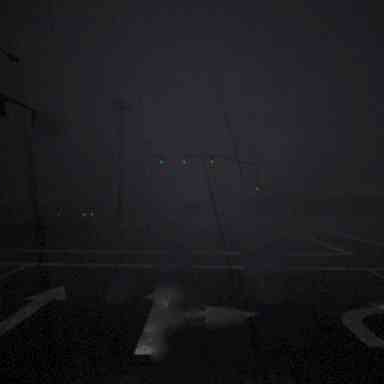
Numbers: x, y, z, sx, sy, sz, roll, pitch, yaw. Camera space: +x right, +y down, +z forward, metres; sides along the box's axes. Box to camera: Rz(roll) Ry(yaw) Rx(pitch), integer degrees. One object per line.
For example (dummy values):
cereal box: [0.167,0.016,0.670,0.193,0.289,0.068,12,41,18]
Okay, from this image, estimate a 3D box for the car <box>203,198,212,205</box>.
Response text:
car: [3.591,2.165,75.082,1.882,1.535,5.008,0,-1,0]

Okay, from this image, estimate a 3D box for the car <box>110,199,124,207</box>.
car: [-14.967,2.163,66.563,2.033,1.411,5.357,0,-1,0]

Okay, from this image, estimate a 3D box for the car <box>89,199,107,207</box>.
car: [-18.472,2.154,65.747,2.033,1.411,5.357,0,-1,0]

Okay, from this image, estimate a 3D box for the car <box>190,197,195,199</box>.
car: [0.091,2.216,75.185,2.128,1.511,4.902,0,-1,0]

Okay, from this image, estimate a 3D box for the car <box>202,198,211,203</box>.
car: [3.660,2.194,85.500,1.994,1.385,4.181,0,-1,0]

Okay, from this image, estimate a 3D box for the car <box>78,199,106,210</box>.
car: [-15.059,1.964,50.454,2.128,1.511,4.902,0,-1,0]

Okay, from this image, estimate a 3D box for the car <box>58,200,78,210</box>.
car: [-18.556,1.978,50.432,1.837,1.490,4.892,0,-1,0]

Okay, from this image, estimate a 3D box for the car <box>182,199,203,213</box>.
car: [0.005,1.960,44.251,2.033,1.411,5.357,0,-1,0]

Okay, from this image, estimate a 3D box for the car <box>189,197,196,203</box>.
car: [0.161,2.142,85.521,1.837,1.490,4.892,0,-1,0]

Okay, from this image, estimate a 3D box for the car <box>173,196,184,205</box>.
car: [-3.408,2.233,75.242,2.033,1.411,5.357,0,-1,0]
